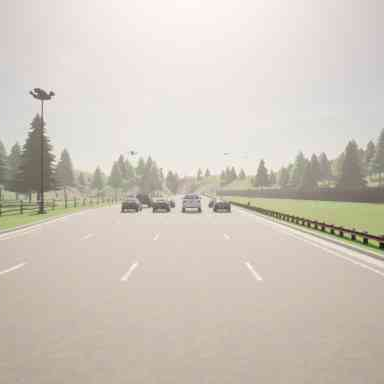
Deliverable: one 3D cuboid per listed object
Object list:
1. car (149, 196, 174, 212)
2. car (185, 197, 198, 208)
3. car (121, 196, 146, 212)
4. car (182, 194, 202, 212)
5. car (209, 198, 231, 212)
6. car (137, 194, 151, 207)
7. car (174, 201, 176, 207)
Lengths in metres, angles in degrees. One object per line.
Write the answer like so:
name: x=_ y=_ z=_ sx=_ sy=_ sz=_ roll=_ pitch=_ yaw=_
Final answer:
car: x=-3.541 y=1.522 z=39.153 sx=1.837 sy=1.490 sz=4.892 roll=0 pitch=0 yaw=0
car: x=-0.052 y=1.499 z=49.576 sx=1.882 sy=1.535 sz=5.008 roll=0 pitch=0 yaw=0
car: x=-7.041 y=1.522 z=39.149 sx=1.837 sy=1.490 sz=4.892 roll=0 pitch=0 yaw=0
car: x=-0.041 y=1.238 z=39.186 sx=2.150 sy=2.045 sz=5.566 roll=0 pitch=0 yaw=0
car: x=3.459 y=1.508 z=39.160 sx=2.128 sy=1.511 sz=4.902 roll=0 pitch=0 yaw=0
car: x=-7.052 y=1.243 z=49.598 sx=2.150 sy=2.045 sz=5.566 roll=0 pitch=0 yaw=0
car: x=-3.552 y=1.585 z=49.572 sx=1.994 sy=1.385 sz=4.181 roll=0 pitch=0 yaw=0
